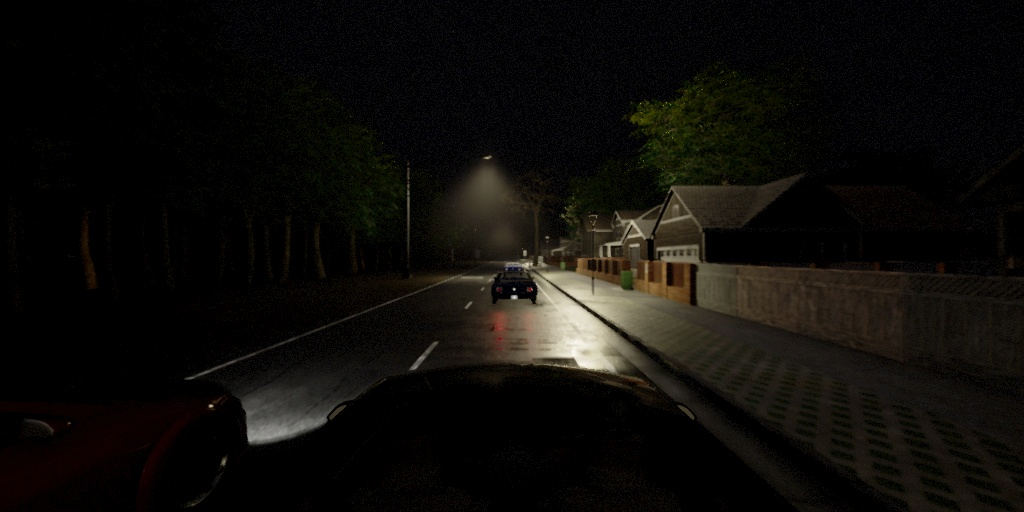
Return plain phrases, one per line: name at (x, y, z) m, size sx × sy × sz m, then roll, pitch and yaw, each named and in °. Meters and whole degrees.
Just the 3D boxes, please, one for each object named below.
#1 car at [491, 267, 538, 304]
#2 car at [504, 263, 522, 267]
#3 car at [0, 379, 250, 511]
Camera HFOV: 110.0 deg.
car at (0.097, 1.343, 16.354) m, size 1.895 × 1.301 × 4.718 m, roll 0°, pitch 0°, yaw 0°
car at (0.090, 1.312, 36.437) m, size 1.895 × 1.301 × 4.718 m, roll 0°, pitch 0°, yaw 0°
car at (-3.399, 1.314, 1.558) m, size 1.994 × 1.385 × 4.181 m, roll 0°, pitch 0°, yaw 0°
